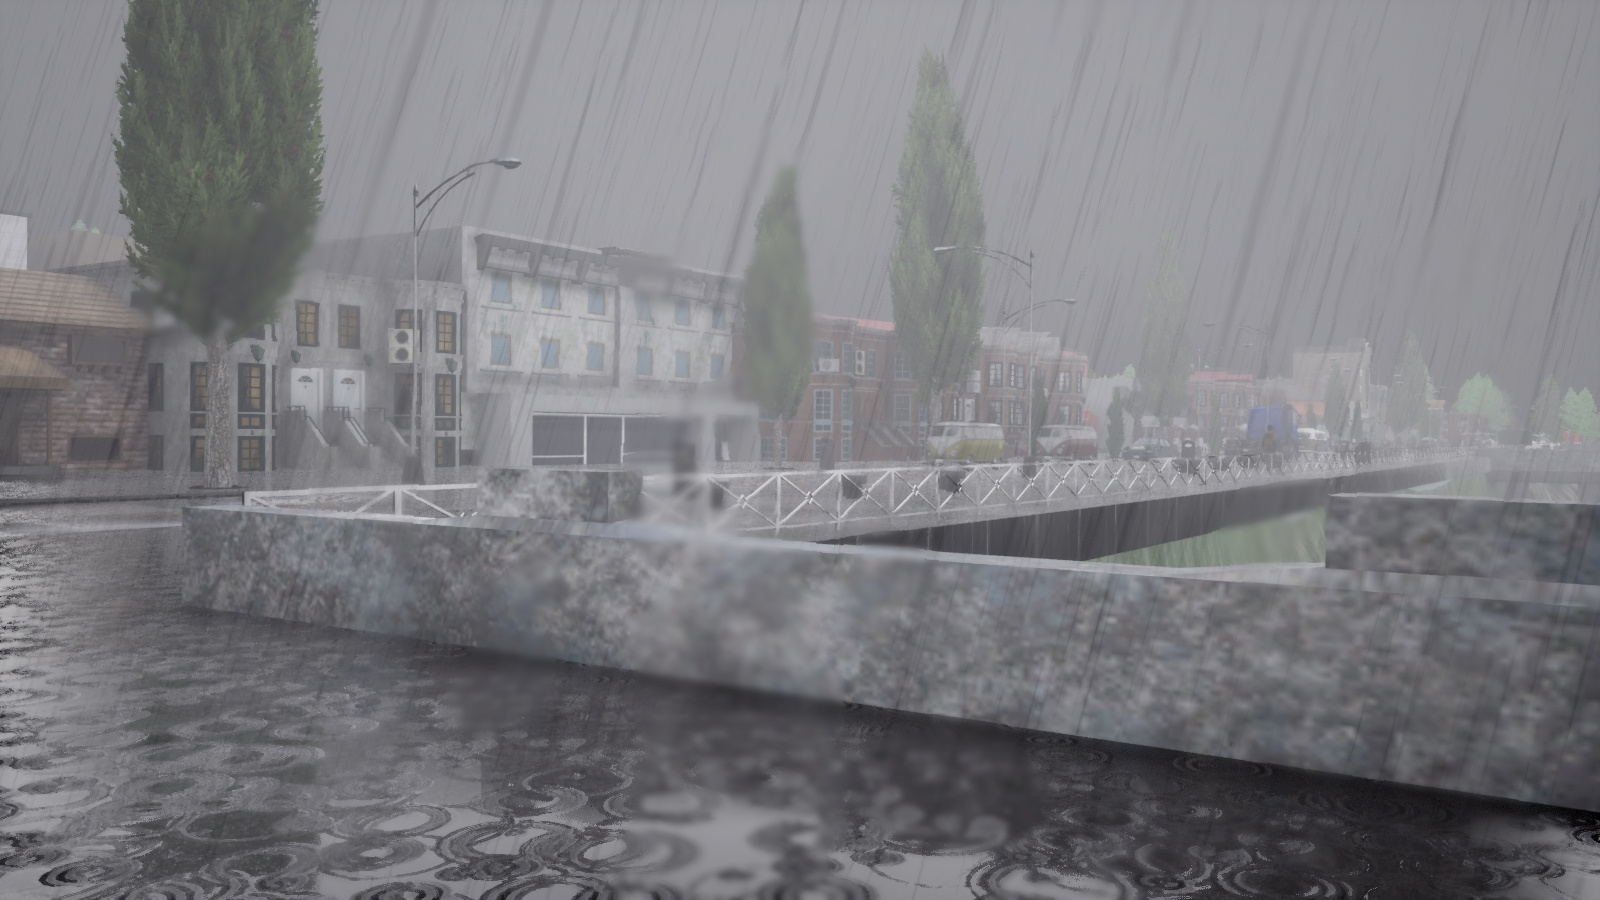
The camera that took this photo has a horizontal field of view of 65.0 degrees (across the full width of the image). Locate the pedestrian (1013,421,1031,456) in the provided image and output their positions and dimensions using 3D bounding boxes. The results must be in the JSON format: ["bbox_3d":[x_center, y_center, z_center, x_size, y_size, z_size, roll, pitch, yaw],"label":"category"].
[{"bbox_3d":[12.736,-0.655,71.988,0.659,1.952,0.873,0,1,44],"label":"pedestrian"}]

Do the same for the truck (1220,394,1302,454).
[{"bbox_3d":[28.276,-1.555,76.776,2.891,3.462,7.936,0,1,34],"label":"truck"}]

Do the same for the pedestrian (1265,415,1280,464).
[{"bbox_3d":[18.838,-0.413,50.064,0.396,1.930,0.692,0,1,37],"label":"pedestrian"}]

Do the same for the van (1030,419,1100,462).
[{"bbox_3d":[12.879,-0.463,60.802,1.775,1.987,4.442,0,1,34],"label":"van"}]

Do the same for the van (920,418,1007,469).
[{"bbox_3d":[6.775,-0.282,51.601,1.775,1.987,4.442,0,1,34],"label":"van"}]

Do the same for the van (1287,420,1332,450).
[{"bbox_3d":[35.730,-1.070,88.012,2.069,2.038,4.480,0,1,34],"label":"van"}]

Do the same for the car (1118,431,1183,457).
[{"bbox_3d":[20.014,-0.379,71.556,2.033,1.411,5.357,0,1,34],"label":"car"}]
